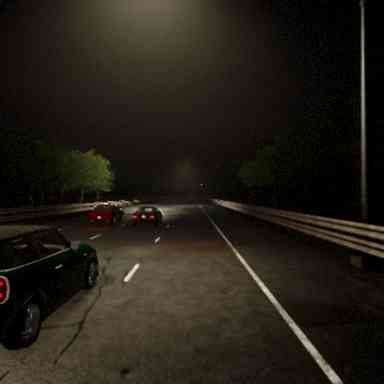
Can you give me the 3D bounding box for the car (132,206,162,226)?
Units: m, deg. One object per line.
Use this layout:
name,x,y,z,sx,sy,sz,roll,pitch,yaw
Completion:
car,-3.407,1.822,25.923,2.033,1.411,5.357,0,-1,0

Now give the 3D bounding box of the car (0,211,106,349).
car,-3.401,1.422,6.537,2.097,1.767,4.553,0,-1,0

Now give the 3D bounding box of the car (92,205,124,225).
car,-6.910,1.766,27.245,1.882,1.535,5.008,0,-1,0
